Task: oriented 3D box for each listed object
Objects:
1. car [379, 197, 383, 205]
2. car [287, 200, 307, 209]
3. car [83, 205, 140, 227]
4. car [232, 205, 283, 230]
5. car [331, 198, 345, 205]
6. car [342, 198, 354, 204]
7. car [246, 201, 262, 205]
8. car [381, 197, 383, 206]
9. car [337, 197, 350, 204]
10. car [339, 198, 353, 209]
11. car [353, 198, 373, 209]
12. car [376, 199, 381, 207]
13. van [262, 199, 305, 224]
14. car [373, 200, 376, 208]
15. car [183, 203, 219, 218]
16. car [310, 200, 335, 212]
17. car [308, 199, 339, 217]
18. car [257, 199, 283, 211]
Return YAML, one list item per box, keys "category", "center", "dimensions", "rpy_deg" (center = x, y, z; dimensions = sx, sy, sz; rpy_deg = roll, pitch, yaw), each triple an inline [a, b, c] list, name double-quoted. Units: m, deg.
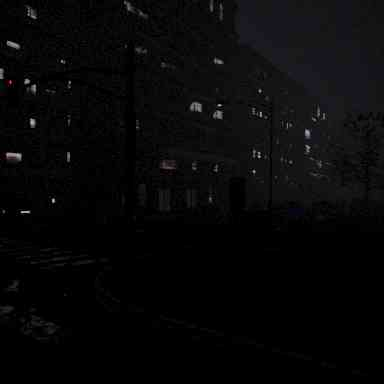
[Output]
- category: "car"
  center: [47.147, 2.150, 81.000]
  dimensions: [2.192, 1.841, 5.009]
  rpy_deg: [1, 0, 36]
- category: "car"
  center: [17.388, 1.974, 54.837]
  dimensions: [1.802, 1.307, 4.206]
  rpy_deg: [1, 0, 36]
- category: "car"
  center: [-5.633, 1.626, 23.688]
  dimensions: [2.008, 1.369, 4.403]
  rpy_deg: [1, 0, 36]
- category: "car"
  center: [4.390, 1.827, 23.150]
  dimensions: [1.947, 1.339, 4.313]
  rpy_deg: [1, 0, 36]
- category: "car"
  center: [33.832, 2.176, 77.086]
  dimensions: [1.947, 1.339, 4.313]
  rpy_deg: [1, 0, 36]
- category: "car"
  center: [40.309, 2.220, 85.849]
  dimensions: [1.752, 1.417, 4.829]
  rpy_deg: [1, 0, 36]
- category: "car"
  center: [7.522, 1.840, 41.487]
  dimensions: [1.802, 1.307, 4.206]
  rpy_deg: [1, 0, 36]
- category: "car"
  center: [37.277, 2.251, 67.649]
  dimensions: [1.887, 1.381, 4.507]
  rpy_deg: [1, 0, 36]
- category: "car"
  center: [37.122, 2.093, 81.537]
  dimensions: [1.967, 1.590, 4.097]
  rpy_deg: [1, 0, 36]
- category: "car"
  center: [24.116, 2.064, 54.210]
  dimensions: [2.033, 1.411, 5.357]
  rpy_deg: [1, 0, 37]
- category: "car"
  center: [27.414, 1.891, 54.300]
  dimensions: [2.192, 1.841, 5.009]
  rpy_deg: [1, 0, 36]
- category: "car"
  center: [33.989, 2.104, 63.200]
  dimensions: [1.967, 1.590, 4.097]
  rpy_deg: [1, 0, 36]
- category: "van"
  center: [7.681, 1.647, 27.600]
  dimensions: [1.690, 1.788, 3.998]
  rpy_deg: [1, 0, 36]
- category: "car"
  center: [30.699, 2.202, 58.749]
  dimensions: [1.802, 1.307, 4.206]
  rpy_deg: [1, 0, 36]
- category: "car"
  center: [0.945, 1.712, 32.587]
  dimensions: [1.887, 1.381, 4.507]
  rpy_deg: [1, 0, 36]
- category: "car"
  center: [18.139, 1.913, 46.098]
  dimensions: [1.882, 1.535, 5.008]
  rpy_deg: [1, 0, 36]
- category: "car"
  center: [14.258, 1.837, 36.501]
  dimensions: [1.967, 1.590, 4.097]
  rpy_deg: [1, 0, 36]
- category: "car"
  center: [10.812, 1.743, 45.937]
  dimensions: [1.967, 1.590, 4.097]
  rpy_deg: [1, 0, 36]
